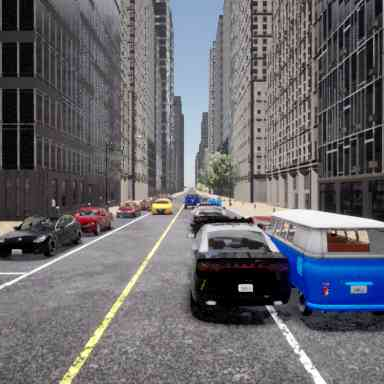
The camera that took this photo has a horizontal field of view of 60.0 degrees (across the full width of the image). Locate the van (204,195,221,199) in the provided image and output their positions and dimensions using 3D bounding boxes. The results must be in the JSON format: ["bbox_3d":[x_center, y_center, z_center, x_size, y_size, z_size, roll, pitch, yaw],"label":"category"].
[{"bbox_3d":[2.768,1.329,41.416,1.690,1.788,3.998,0,0,0],"label":"van"}]

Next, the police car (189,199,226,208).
[{"bbox_3d":[0.936,1.423,18.233,1.930,1.638,5.238,0,0,0],"label":"police car"}]

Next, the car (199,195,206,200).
[{"bbox_3d":[2.870,1.476,92.690,2.008,1.369,4.403,0,0,0],"label":"car"}]

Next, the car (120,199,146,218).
[{"bbox_3d":[-5.634,1.576,30.040,1.802,1.307,4.206,0,0,0],"label":"car"}]

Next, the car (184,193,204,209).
[{"bbox_3d":[0.093,1.206,44.894,2.150,2.045,5.566,0,0,0],"label":"car"}]

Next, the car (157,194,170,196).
[{"bbox_3d":[-5.578,1.287,58.524,2.192,1.841,5.009,0,0,0],"label":"car"}]

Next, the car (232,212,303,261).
[{"bbox_3d":[2.713,1.580,12.931,1.802,1.307,4.206,0,0,0],"label":"car"}]

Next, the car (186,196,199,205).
[{"bbox_3d":[0.117,1.463,59.168,2.128,1.511,4.902,0,0,0],"label":"car"}]

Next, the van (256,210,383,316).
[{"bbox_3d":[2.701,1.340,7.235,1.690,1.788,3.998,0,0,0],"label":"van"}]

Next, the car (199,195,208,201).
[{"bbox_3d":[2.848,1.495,81.296,2.008,1.369,4.403,0,0,0],"label":"car"}]

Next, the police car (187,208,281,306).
[{"bbox_3d":[0.917,1.424,8.233,1.930,1.638,5.238,0,0,0],"label":"police car"}]

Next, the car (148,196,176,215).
[{"bbox_3d":[-2.934,1.470,33.676,1.882,1.535,5.008,0,0,0],"label":"car"}]

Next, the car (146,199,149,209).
[{"bbox_3d":[-5.612,1.569,41.434,1.802,1.307,4.206,0,0,0],"label":"car"}]

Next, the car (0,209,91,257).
[{"bbox_3d":[-5.668,1.564,12.948,1.947,1.339,4.313,0,0,0],"label":"car"}]

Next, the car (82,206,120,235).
[{"bbox_3d":[-5.656,1.542,18.645,1.887,1.381,4.507,0,0,0],"label":"car"}]

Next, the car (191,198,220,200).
[{"bbox_3d":[0.948,1.452,24.313,1.801,1.575,5.366,0,0,0],"label":"car"}]

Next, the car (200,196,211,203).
[{"bbox_3d":[2.825,1.510,69.901,2.008,1.369,4.403,0,0,0],"label":"car"}]
